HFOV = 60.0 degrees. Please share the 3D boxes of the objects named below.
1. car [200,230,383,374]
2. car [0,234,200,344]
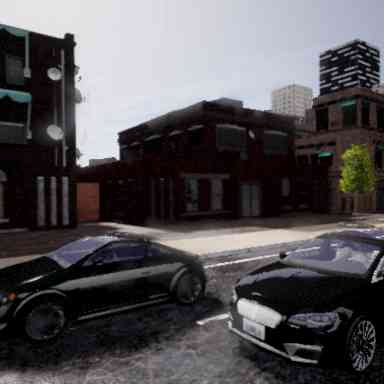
[{"bbox_3d":[2.782,1.466,5.654,4.902,1.511,2.128,0,0,-35],"label":"car"},{"bbox_3d":[-1.730,1.554,6.440,4.181,1.385,1.994,0,0,-36],"label":"car"}]
